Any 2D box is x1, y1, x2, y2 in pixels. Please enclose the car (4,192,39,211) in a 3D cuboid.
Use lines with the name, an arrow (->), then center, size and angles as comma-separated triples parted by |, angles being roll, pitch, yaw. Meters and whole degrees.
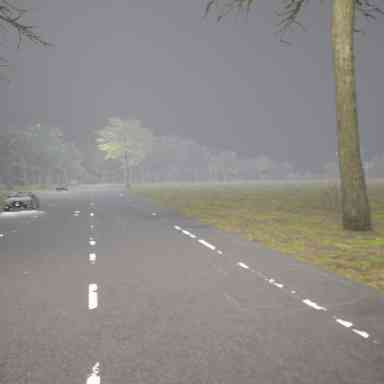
car -> -13.545, 0.694, 26.638 | 1.994, 1.385, 4.181 | -3, 3, -17

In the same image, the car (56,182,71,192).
car -> -24.151, -0.702, 61.787 | 1.895, 1.301, 4.718 | -3, 3, -16
